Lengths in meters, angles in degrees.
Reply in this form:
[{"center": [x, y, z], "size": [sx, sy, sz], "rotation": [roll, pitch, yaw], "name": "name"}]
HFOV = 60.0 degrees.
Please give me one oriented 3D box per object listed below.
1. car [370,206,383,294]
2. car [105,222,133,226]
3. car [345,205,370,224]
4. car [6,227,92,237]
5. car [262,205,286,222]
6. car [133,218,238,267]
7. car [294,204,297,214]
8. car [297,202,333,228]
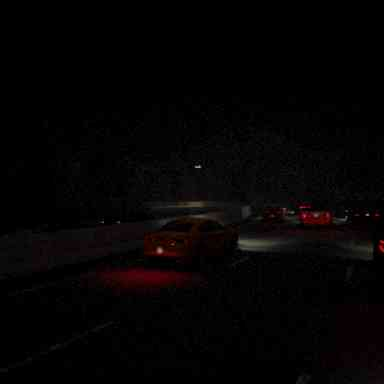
[{"center": [5.871, 1.275, 8.492], "size": [2.150, 2.045, 5.566], "rotation": [-2, -1, 28], "name": "car"}, {"center": [-5.016, 2.153, 26.666], "size": [2.033, 1.411, 5.357], "rotation": [-1, -1, 22], "name": "car"}, {"center": [13.906, 1.797, 27.336], "size": [2.033, 1.411, 5.357], "rotation": [-1, -1, 17], "name": "car"}, {"center": [-6.467, 1.988, 15.472], "size": [1.994, 1.385, 4.181], "rotation": [-2, -1, 28], "name": "car"}, {"center": [7.669, 1.917, 31.004], "size": [1.882, 1.535, 5.008], "rotation": [-1, -1, 18], "name": "car"}, {"center": [0.171, 1.721, 12.687], "size": [1.882, 1.535, 5.008], "rotation": [-2, -1, 28], "name": "car"}, {"center": [13.678, 1.999, 40.937], "size": [2.128, 1.511, 4.902], "rotation": [-1, -1, 12], "name": "car"}, {"center": [9.189, 1.642, 24.589], "size": [2.097, 1.767, 4.553], "rotation": [-2, -1, 21], "name": "car"}]
